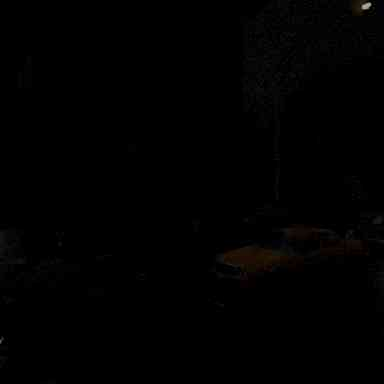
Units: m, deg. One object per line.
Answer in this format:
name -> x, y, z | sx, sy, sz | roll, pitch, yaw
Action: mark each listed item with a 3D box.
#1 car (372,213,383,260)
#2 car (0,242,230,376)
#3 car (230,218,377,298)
car -> 7.148, 1.441, 11.777 | 4.097, 1.590, 1.967 | 0, 0, -36
car -> -1.693, 1.566, 5.444 | 4.313, 1.339, 1.947 | 0, 0, -36
car -> 2.589, 1.525, 8.512 | 4.829, 1.417, 1.752 | 0, 0, -36
